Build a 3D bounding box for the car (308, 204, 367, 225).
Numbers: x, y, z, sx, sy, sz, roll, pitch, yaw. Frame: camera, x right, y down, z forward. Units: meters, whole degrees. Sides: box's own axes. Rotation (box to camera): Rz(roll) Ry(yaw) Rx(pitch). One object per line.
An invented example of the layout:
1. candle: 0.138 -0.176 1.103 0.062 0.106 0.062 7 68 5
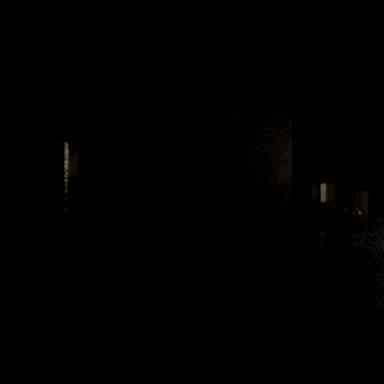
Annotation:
1. car: 10.915 1.583 25.352 1.967 1.590 4.097 0 0 -35
